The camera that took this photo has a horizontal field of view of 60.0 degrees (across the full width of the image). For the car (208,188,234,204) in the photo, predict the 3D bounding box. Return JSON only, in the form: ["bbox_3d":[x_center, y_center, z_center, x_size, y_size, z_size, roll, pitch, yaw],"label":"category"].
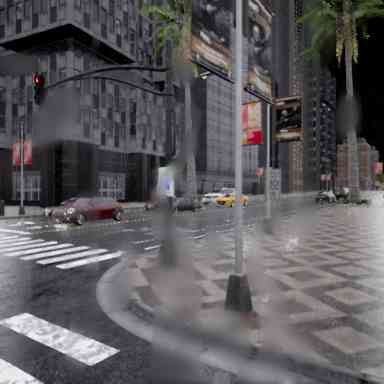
[{"bbox_3d":[3.520,0.552,41.384,2.150,2.045,5.566,0,1,35],"label":"car"}]

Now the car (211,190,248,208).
[{"bbox_3d":[4.535,0.861,37.209,1.882,1.535,5.008,0,1,35],"label":"car"}]

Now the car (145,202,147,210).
[{"bbox_3d":[-2.606,1.036,32.753,1.812,1.442,4.674,0,1,35],"label":"car"}]

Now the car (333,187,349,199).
[{"bbox_3d":[23.727,0.230,52.731,2.150,2.045,5.566,0,1,36],"label":"car"}]

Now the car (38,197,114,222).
[{"bbox_3d":[-8.412,1.179,24.550,2.128,1.511,4.902,0,1,36],"label":"car"}]

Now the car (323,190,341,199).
[{"bbox_3d":[25.813,0.351,61.290,1.882,1.535,5.008,0,1,36],"label":"car"}]

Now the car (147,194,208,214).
[{"bbox_3d":[-1.171,1.101,29.170,2.033,1.411,5.357,0,1,35],"label":"car"}]

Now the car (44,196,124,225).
[{"bbox_3d":[-6.647,1.072,21.437,2.097,1.767,4.553,0,1,35],"label":"car"}]

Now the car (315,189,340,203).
[{"bbox_3d":[17.866,0.675,44.450,1.837,1.490,4.892,0,1,35],"label":"car"}]
